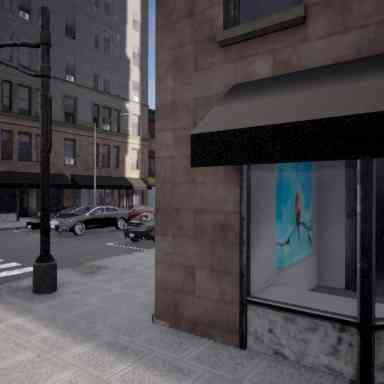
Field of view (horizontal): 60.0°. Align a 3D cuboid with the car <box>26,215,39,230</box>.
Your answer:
[{"bbox_3d":[-7.809,1.563,20.337,1.947,1.339,4.313,0,0,35],"label":"car"}]

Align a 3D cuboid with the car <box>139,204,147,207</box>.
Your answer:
[{"bbox_3d":[-4.520,1.583,24.970,1.802,1.307,4.206,0,0,35],"label":"car"}]

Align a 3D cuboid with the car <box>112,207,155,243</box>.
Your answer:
[{"bbox_3d":[-1.266,1.573,15.691,2.008,1.369,4.403,0,0,35],"label":"car"}]

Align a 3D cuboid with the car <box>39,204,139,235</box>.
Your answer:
[{"bbox_3d":[-5.680,1.497,18.953,2.128,1.511,4.902,0,0,35],"label":"car"}]
